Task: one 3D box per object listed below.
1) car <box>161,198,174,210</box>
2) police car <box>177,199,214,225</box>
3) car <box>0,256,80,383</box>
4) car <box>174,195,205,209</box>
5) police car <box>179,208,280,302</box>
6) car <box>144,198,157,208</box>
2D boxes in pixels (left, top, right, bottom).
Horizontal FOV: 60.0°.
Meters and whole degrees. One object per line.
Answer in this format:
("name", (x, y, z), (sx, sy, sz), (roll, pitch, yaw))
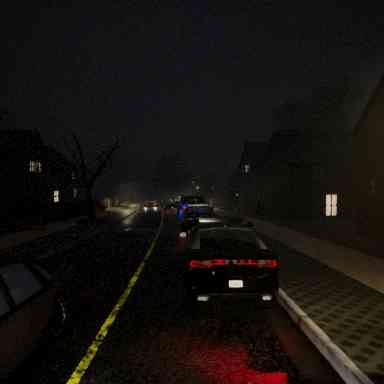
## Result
("car", (-2.812, 1.742, 45.619), (1.895, 1.301, 4.718), (0, 0, -7))
("police car", (0.334, 1.445, 18.534), (1.930, 1.638, 5.238), (0, 0, -3))
("car", (-2.900, 1.547, 3.755), (2.033, 1.411, 5.357), (0, 0, -1))
("car", (-0.014, 1.264, 24.484), (2.150, 2.045, 5.566), (0, 0, -4))
("police car", (0.713, 1.426, 8.476), (1.930, 1.638, 5.238), (0, 0, -1))
("car", (-6.792, 1.697, 54.200), (1.882, 1.535, 5.008), (0, 0, -8))
